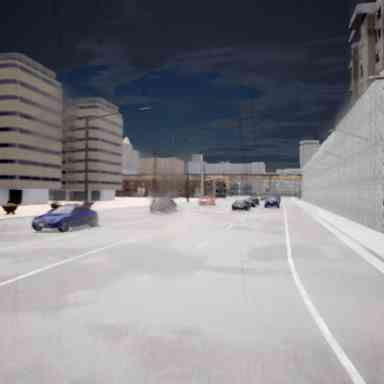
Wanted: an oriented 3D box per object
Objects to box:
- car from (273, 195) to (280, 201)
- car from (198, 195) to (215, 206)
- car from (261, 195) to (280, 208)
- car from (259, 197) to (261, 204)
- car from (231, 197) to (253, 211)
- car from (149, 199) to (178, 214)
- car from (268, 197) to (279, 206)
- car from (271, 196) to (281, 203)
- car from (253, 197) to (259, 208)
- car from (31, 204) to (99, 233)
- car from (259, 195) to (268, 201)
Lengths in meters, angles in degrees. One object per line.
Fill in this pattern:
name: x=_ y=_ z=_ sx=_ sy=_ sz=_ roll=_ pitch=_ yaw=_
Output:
car: x=23.083 y=1.715 z=90.542 sx=1.837 sy=1.490 sz=4.892 roll=1 pitch=0 yaw=15
car: x=2.412 y=1.378 z=54.662 sx=2.097 sy=1.767 sz=4.553 roll=1 pitch=0 yaw=16
car: x=11.885 y=1.463 z=49.432 sx=2.097 sy=1.767 sz=4.553 roll=1 pitch=0 yaw=15
car: x=11.153 y=1.610 z=60.064 sx=1.837 sy=1.490 sz=4.892 roll=1 pitch=0 yaw=15
car: x=6.158 y=1.623 z=41.719 sx=1.994 sy=1.385 sz=4.181 roll=1 pitch=0 yaw=15
car: x=-2.934 y=1.483 z=35.328 sx=1.837 sy=1.490 sz=4.892 roll=1 pitch=0 yaw=15
car: x=14.521 y=1.661 z=59.112 sx=1.812 sy=1.442 sz=4.674 roll=1 pitch=0 yaw=15
car: x=19.901 y=1.710 z=78.861 sx=2.128 sy=1.511 sz=4.902 roll=1 pitch=0 yaw=15
car: x=8.709 y=1.647 z=51.093 sx=1.994 sy=1.385 sz=4.181 roll=1 pitch=0 yaw=15
car: x=-7.246 y=1.463 z=19.551 sx=1.812 sy=1.442 sz=4.674 roll=1 pitch=0 yaw=15
car: x=19.691 y=1.710 z=91.406 sx=2.128 sy=1.511 sz=4.902 roll=1 pitch=0 yaw=15
